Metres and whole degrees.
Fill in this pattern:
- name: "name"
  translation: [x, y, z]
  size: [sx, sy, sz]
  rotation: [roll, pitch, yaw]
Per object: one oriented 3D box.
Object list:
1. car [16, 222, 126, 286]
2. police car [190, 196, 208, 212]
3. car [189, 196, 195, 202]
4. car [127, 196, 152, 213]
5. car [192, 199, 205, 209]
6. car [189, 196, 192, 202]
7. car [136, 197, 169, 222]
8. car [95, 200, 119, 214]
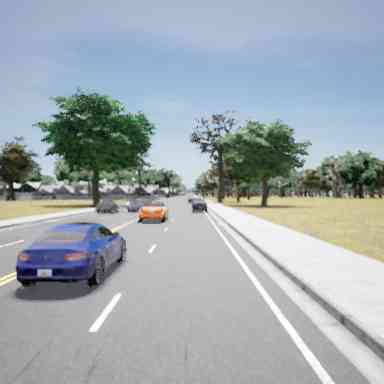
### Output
- name: "car"
  translation: [-3.148, 1.577, 9.408]
  size: [1.812, 1.442, 4.674]
  rotation: [0, 0, 0]
- name: "police car"
  translation: [0.978, 1.680, 42.149]
  size: [1.930, 1.638, 5.238]
  rotation: [0, 0, 0]
- name: "car"
  translation: [0.008, 1.932, 95.649]
  size: [1.882, 1.535, 5.008]
  rotation: [0, 0, 0]
- name: "car"
  translation: [-6.584, 1.598, 40.996]
  size: [2.097, 1.767, 4.553]
  rotation: [0, 0, 0]
- name: "car"
  translation: [0.979, 1.825, 52.039]
  size: [1.837, 1.490, 4.892]
  rotation: [0, 0, 0]
- name: "car"
  translation: [0.978, 1.712, 58.010]
  size: [2.097, 1.767, 4.553]
  rotation: [0, 0, 0]
- name: "car"
  translation: [-3.148, 1.518, 28.131]
  size: [2.097, 1.767, 4.553]
  rotation: [0, 0, 0]
- name: "car"
  translation: [-9.837, 1.739, 38.811]
  size: [1.837, 1.490, 4.892]
  rotation: [0, -1, 0]
